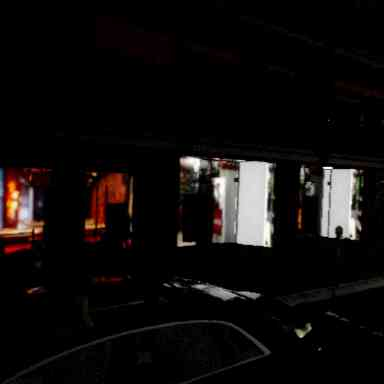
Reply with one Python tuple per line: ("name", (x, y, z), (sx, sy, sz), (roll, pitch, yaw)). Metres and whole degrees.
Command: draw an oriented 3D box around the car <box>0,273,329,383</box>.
("car", (-0.915, 1.417, 2.392), (4.403, 1.369, 2.008), (1, 2, -30))
